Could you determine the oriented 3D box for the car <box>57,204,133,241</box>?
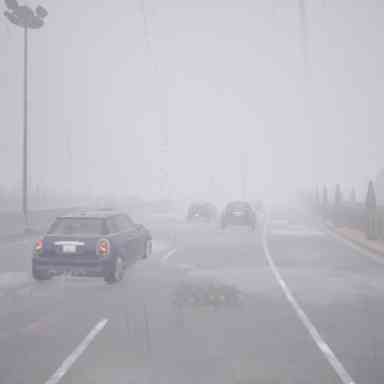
[{"bbox_3d":[-4.900,1.479,17.656,1.837,1.490,4.892,0,0,11],"label":"car"}]

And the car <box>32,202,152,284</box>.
[{"bbox_3d":[-2.623,1.338,9.825,2.097,1.767,4.553,0,0,6],"label":"car"}]

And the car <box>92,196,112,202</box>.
[{"bbox_3d":[-10.523,1.326,40.083,2.097,1.767,4.553,0,0,14],"label":"car"}]

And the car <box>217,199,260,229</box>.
[{"bbox_3d":[3.180,1.365,21.813,2.097,1.767,4.553,0,0,13],"label":"car"}]

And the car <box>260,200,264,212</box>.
[{"bbox_3d":[7.425,1.509,39.362,1.882,1.535,5.008,0,0,14],"label":"car"}]

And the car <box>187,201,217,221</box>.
[{"bbox_3d":[0.934,1.506,27.529,1.837,1.490,4.892,0,0,13],"label":"car"}]

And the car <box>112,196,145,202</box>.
[{"bbox_3d":[-7.124,1.333,39.247,2.097,1.767,4.553,0,0,14],"label":"car"}]
